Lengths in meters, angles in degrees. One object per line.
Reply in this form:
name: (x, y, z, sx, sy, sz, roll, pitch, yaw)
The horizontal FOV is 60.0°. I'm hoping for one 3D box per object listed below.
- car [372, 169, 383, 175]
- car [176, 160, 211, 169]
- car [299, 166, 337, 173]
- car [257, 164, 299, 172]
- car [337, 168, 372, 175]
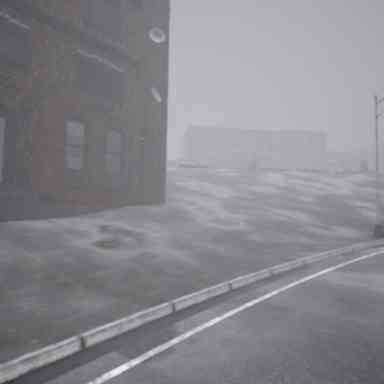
car: (27.223, -2.415, 47.175, 5.008, 1.535, 2.097, 2, -4, -13)
car: (0.173, -3.184, 41.983, 4.553, 1.767, 2.185, 1, -4, -10)
car: (16.370, -2.720, 44.885, 4.892, 1.521, 2.231, 1, -4, -10)
car: (10.940, -2.842, 43.905, 4.892, 1.521, 2.231, 1, -4, -10)
car: (21.809, -2.534, 45.970, 4.674, 1.452, 2.002, 2, -4, -11)
